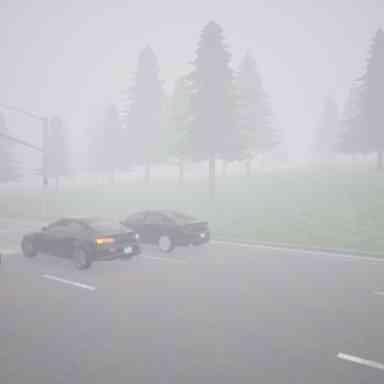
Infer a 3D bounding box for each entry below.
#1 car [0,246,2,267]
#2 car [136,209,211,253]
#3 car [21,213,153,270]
[{"bbox_3d":[-6.804,1.479,8.816,4.674,1.442,1.812,0,0,36],"label":"car"},{"bbox_3d":[-1.616,1.437,13.703,5.008,1.535,1.882,0,0,36],"label":"car"},{"bbox_3d":[-3.700,1.484,10.890,4.674,1.442,1.812,0,0,36],"label":"car"}]
